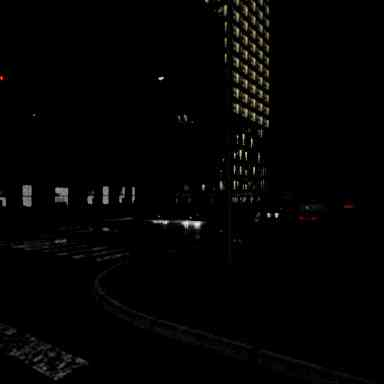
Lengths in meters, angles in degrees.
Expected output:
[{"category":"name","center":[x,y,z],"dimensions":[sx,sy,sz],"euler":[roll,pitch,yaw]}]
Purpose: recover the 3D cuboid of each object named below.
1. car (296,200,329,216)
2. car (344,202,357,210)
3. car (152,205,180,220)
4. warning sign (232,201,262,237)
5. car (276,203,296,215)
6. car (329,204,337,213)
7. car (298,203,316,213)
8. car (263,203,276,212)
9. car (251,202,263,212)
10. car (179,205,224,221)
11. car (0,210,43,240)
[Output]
[{"category":"car","center":[16.031,2.065,44.041],"dimensions":[2.150,2.045,5.566],"euler":[0,-1,35]},{"category":"car","center":[31.303,2.788,65.816],"dimensions":[1.882,1.535,5.008],"euler":[0,-1,33]},{"category":"car","center":[-1.789,2.064,34.559],"dimensions":[2.033,1.411,5.357],"euler":[0,-1,33]},{"category":"warning sign","center":[3.068,1.454,18.571],"dimensions":[1.300,1.860,1.060],"euler":[1,1,33]},{"category":"car","center":[13.730,2.417,46.440],"dimensions":[1.994,1.385,4.181],"euler":[0,-1,33]},{"category":"car","center":[21.755,2.595,53.030],"dimensions":[1.994,1.385,4.181],"euler":[0,-1,33]},{"category":"car","center":[19.019,2.553,54.785],"dimensions":[1.812,1.442,4.674],"euler":[0,-1,33]},{"category":"car","center":[13.453,2.478,52.130],"dimensions":[2.033,1.411,5.357],"euler":[0,-1,33]},{"category":"car","center":[10.373,2.425,53.362],"dimensions":[1.837,1.490,4.892],"euler":[0,-1,33]},{"category":"car","center":[1.315,2.080,33.378],"dimensions":[2.033,1.411,5.357],"euler":[0,-1,33]},{"category":"car","center":[-9.737,1.653,16.118],"dimensions":[1.837,1.490,4.892],"euler":[1,-1,33]}]
